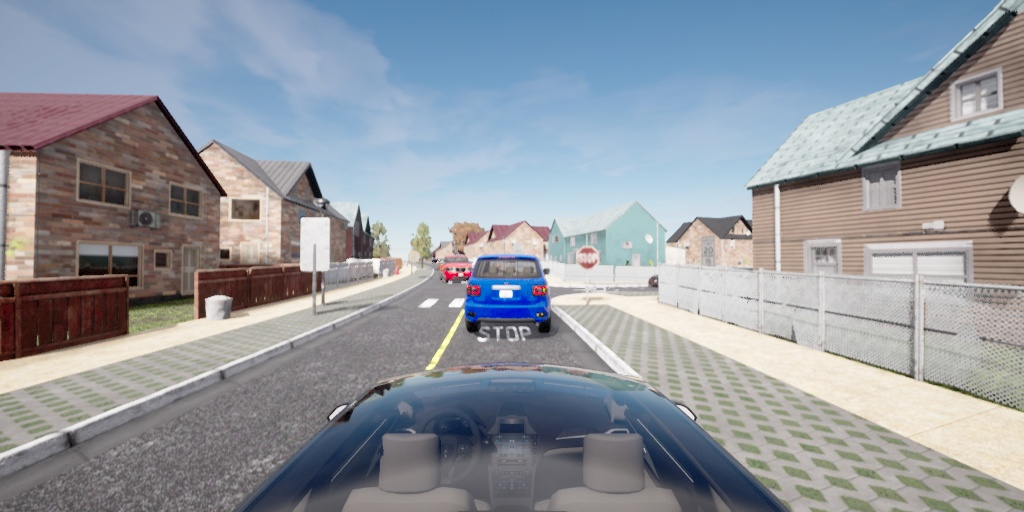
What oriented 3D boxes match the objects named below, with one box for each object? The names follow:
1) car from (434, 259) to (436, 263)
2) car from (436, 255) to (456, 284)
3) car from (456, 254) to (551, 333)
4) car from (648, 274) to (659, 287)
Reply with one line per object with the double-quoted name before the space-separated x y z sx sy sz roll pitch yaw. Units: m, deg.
"car" -9.902 1.037 52.493 2.097 1.767 4.553 0 0 -15
"car" -4.265 0.927 27.111 2.150 2.045 5.566 0 0 -16
"car" -0.018 0.956 10.850 2.150 2.045 5.566 0 0 3
"car" 11.916 1.598 25.751 4.181 1.385 1.994 1 -1 -20
